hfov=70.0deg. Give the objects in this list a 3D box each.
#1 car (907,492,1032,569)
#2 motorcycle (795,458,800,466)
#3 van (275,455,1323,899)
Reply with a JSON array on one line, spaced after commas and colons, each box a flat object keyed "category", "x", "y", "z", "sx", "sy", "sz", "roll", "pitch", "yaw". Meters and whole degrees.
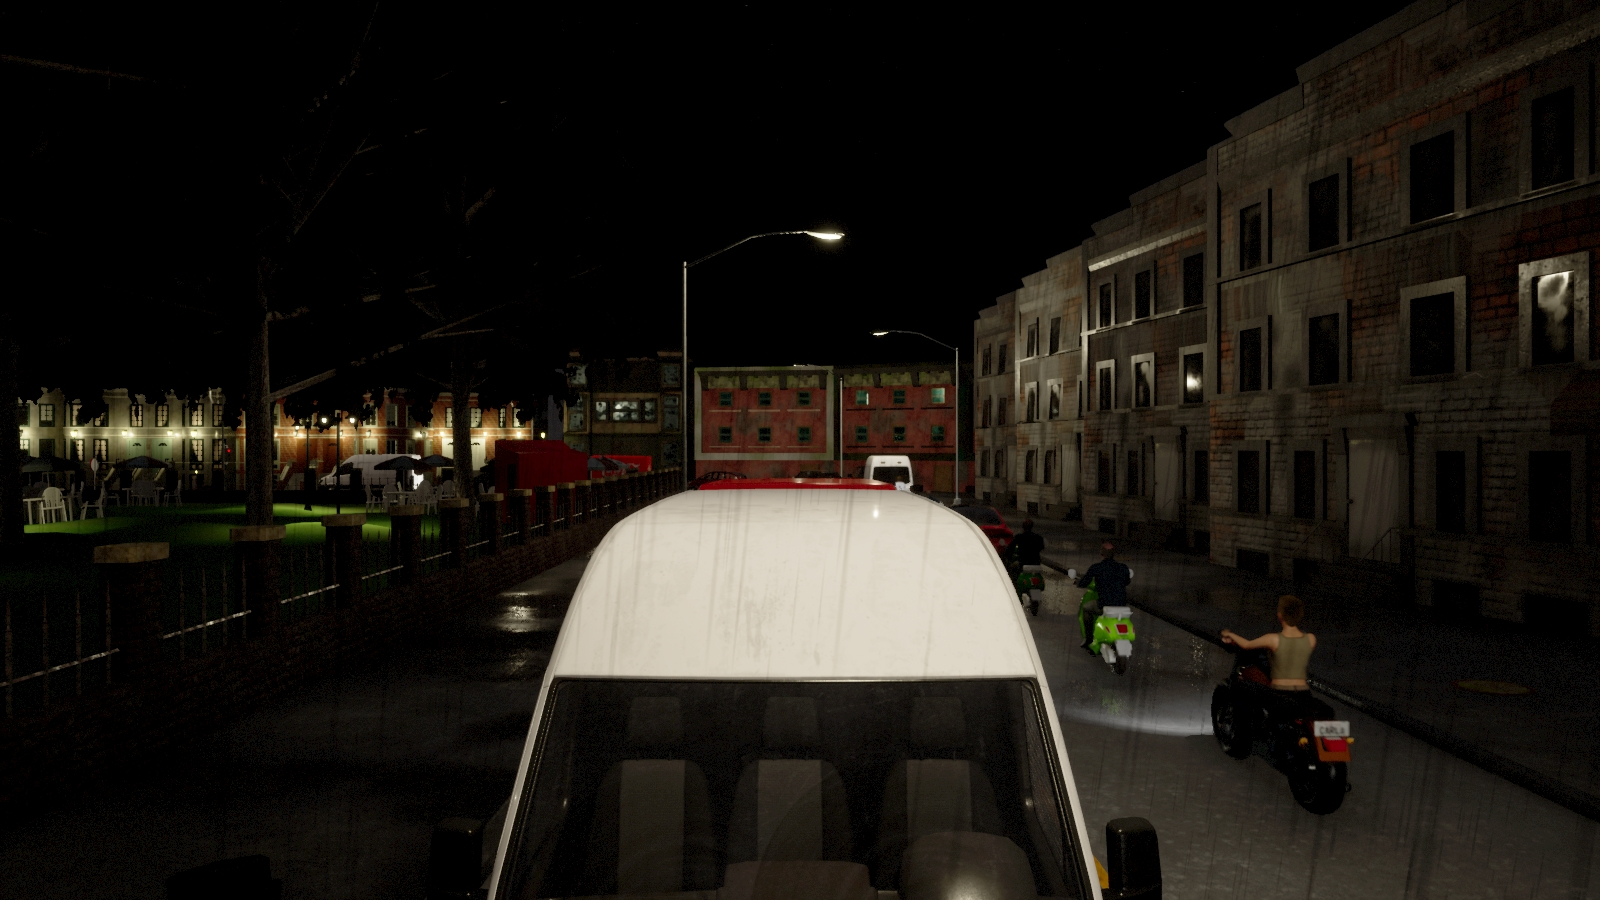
[{"category": "car", "x": 3.919, "y": 1.841, "z": 27.273, "sx": 2.231, "sy": 1.480, "sz": 4.892, "roll": 0, "pitch": 0, "yaw": 0}, {"category": "motorcycle", "x": -0.384, "y": 1.962, "z": 183.190, "sx": 0.856, "sy": 1.236, "sz": 1.805, "roll": 0, "pitch": 0, "yaw": 0}, {"category": "van", "x": -0.006, "y": 1.314, "z": 5.127, "sx": 1.988, "sy": 2.561, "sz": 5.915, "roll": 0, "pitch": 0, "yaw": 0}]
